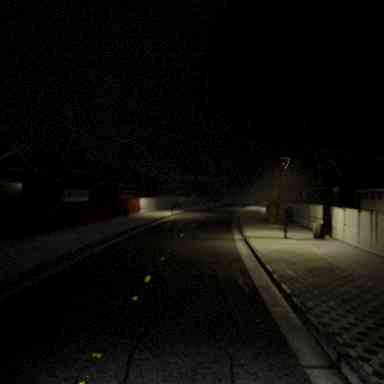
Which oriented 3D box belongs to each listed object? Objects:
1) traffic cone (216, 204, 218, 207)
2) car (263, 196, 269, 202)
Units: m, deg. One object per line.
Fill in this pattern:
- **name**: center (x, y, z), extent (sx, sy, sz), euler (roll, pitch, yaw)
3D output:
- **traffic cone**: center (4.350, 2.222, 57.546), extent (0.340, 0.580, 0.340), euler (0, 0, 16)
- **car**: center (20.934, 1.821, 90.246), extent (2.097, 1.767, 4.553), euler (0, -1, 34)
